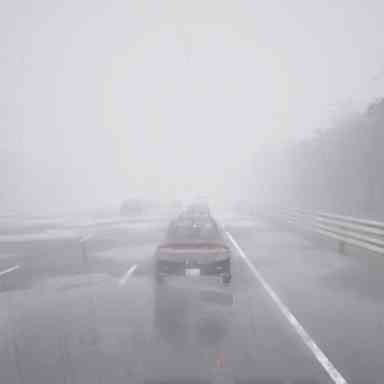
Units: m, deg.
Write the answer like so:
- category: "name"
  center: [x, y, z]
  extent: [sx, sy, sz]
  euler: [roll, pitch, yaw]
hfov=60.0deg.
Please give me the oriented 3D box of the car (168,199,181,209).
- category: "car"
  center: [-2.254, 1.712, 45.853]
  extent: [2.033, 1.411, 5.357]
  euler: [0, -1, 2]

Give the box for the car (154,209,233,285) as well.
- category: "car"
  center: [0.051, 1.475, 9.447]
  extent: [2.128, 1.511, 4.902]
  euler: [0, 0, 1]

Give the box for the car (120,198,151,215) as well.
- category: "car"
  center: [-6.105, 1.424, 35.354]
  extent: [2.097, 1.767, 4.553]
  euler: [0, -1, 2]

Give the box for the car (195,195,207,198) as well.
- category: "car"
  center: [1.331, 1.426, 48.701]
  extent: [2.150, 2.045, 5.566]
  euler: [0, -1, 2]

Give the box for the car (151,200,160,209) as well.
- category: "car"
  center: [-5.705, 1.771, 47.593]
  extent: [1.895, 1.301, 4.718]
  euler: [0, -1, 2]

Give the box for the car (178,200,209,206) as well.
- category: "car"
  center: [0.386, 1.553, 23.813]
  extent: [2.033, 1.411, 5.357]
  euler: [0, 0, 2]

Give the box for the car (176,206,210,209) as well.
- category: "car"
  center: [0.185, 1.587, 16.877]
  extent: [1.895, 1.301, 4.718]
  euler: [0, 0, 1]

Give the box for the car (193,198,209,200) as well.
- category: "car"
  center: [0.886, 1.639, 35.000]
  extent: [1.994, 1.385, 4.181]
  euler: [0, -1, 2]
